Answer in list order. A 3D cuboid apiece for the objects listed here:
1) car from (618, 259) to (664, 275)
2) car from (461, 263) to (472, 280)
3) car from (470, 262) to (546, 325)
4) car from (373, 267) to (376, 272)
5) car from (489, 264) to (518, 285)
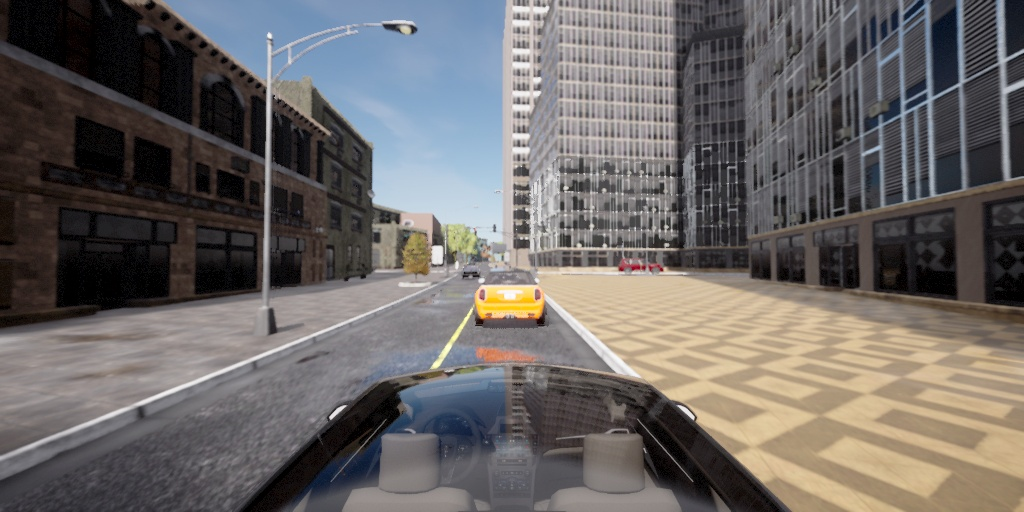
[{"bbox_3d":[14.773,1.238,41.318,5.009,1.841,2.192,0,0,16],"label":"car"},{"bbox_3d":[-3.962,1.622,35.145,1.895,1.301,4.718,0,0,-4],"label":"car"},{"bbox_3d":[-0.093,1.184,12.305,2.097,1.767,4.553,0,-1,-1],"label":"car"},{"bbox_3d":[-21.888,1.698,52.144,4.313,1.339,1.948,0,0,16],"label":"car"},{"bbox_3d":[-0.790,1.457,29.576,2.128,1.511,4.902,0,-1,-4],"label":"car"}]
